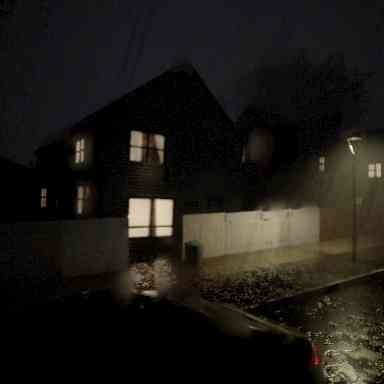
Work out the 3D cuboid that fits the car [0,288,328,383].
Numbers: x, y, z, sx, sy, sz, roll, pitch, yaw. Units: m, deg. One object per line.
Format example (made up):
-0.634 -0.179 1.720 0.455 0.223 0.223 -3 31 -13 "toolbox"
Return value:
-0.838 1.564 2.473 4.181 1.385 1.994 0 0 -36 "car"
